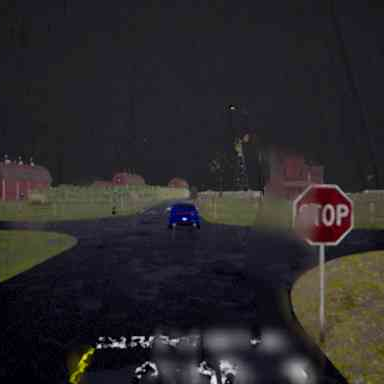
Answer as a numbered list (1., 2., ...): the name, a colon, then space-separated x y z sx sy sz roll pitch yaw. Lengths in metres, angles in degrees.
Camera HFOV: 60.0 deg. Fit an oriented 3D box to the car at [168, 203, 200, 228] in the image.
1. car: -0.567 1.477 22.076 1.882 1.535 5.008 0 -1 -3
